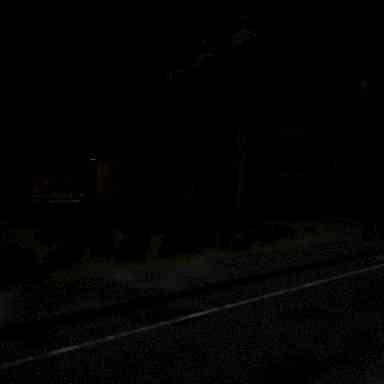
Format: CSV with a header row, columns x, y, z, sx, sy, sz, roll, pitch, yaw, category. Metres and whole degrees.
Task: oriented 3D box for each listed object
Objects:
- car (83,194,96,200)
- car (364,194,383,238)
x,y,z,sx,sy,sz,roll,pitch,yaw,category
-21.678,1.324,70.684,1.905,1.878,3.866,0,0,-35,car
9.675,1.137,15.882,1.905,1.878,3.866,6,3,12,car
